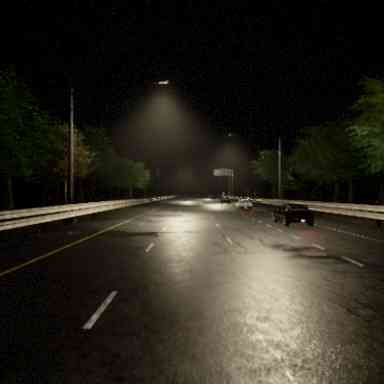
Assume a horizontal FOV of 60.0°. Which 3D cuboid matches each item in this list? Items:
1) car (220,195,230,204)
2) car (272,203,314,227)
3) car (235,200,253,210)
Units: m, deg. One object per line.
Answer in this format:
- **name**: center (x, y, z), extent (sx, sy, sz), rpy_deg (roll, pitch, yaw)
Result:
- **car**: center (7.317, 1.838, 73.762), extent (2.128, 1.511, 4.902), rpy_deg (0, 0, 0)
- **car**: center (7.036, 1.580, 23.462), extent (1.837, 1.490, 4.892), rpy_deg (0, 0, 0)
- **car**: center (7.129, 1.777, 46.314), extent (1.895, 1.301, 4.718), rpy_deg (0, 0, 0)
